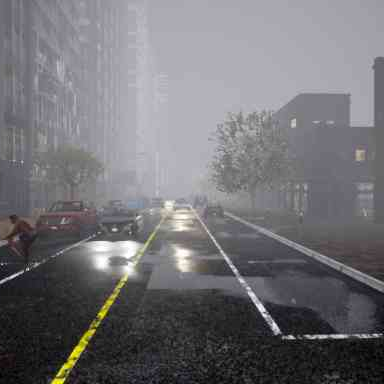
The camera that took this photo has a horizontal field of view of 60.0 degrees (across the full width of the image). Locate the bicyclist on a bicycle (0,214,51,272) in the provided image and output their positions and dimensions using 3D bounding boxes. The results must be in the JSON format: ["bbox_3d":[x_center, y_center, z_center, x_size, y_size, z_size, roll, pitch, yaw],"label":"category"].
[{"bbox_3d":[-4.850,1.452,9.423,1.656,1.620,0.582,-2,0,-2],"label":"bicyclist on a bicycle"}]

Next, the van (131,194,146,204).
[{"bbox_3d":[-7.037,1.328,40.468,1.690,1.788,3.998,-1,0,-2],"label":"van"}]

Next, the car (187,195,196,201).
[{"bbox_3d":[-0.168,1.537,84.994,1.947,1.339,4.313,-1,0,-2],"label":"car"}]

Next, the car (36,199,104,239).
[{"bbox_3d":[-6.359,1.310,17.611,2.192,1.841,5.009,-1,0,-2],"label":"car"}]

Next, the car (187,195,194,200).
[{"bbox_3d":[-0.357,1.551,90.526,1.802,1.307,4.206,-1,0,-2],"label":"car"}]

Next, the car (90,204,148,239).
[{"bbox_3d":[-3.639,1.558,17.356,1.994,1.385,4.181,0,0,-2],"label":"car"}]

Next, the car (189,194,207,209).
[{"bbox_3d":[1.150,1.300,46.275,2.192,1.841,5.009,-1,0,-2],"label":"car"}]

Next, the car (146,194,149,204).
[{"bbox_3d":[-7.414,1.298,51.530,2.192,1.841,5.009,-1,0,-2],"label":"car"}]

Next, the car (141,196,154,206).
[{"bbox_3d":[-7.595,1.506,56.893,1.752,1.417,4.829,-1,0,-2],"label":"car"}]

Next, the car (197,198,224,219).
[{"bbox_3d":[1.756,1.542,28.947,2.008,1.369,4.403,-1,0,-2],"label":"car"}]

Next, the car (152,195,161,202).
[{"bbox_3d":[-8.350,1.498,79.019,1.752,1.417,4.829,-1,0,-2],"label":"car"}]

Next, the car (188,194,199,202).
[{"bbox_3d":[0.205,1.290,73.932,2.192,1.841,5.009,-1,0,-2],"label":"car"}]

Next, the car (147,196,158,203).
[{"bbox_3d":[-7.978,1.522,68.126,1.887,1.381,4.507,-1,0,-2],"label":"car"}]

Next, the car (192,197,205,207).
[{"bbox_3d":[0.959,1.509,51.977,1.752,1.417,4.829,-1,0,-2],"label":"car"}]

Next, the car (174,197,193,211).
[{"bbox_3d":[-1.222,1.589,39.659,1.895,1.301,4.718,0,0,-2],"label":"car"}]

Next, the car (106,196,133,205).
[{"bbox_3d":[-6.645,1.431,28.677,1.967,1.590,4.097,-1,0,-2],"label":"car"}]

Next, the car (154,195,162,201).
[{"bbox_3d":[-8.539,1.496,84.550,1.752,1.417,4.829,-1,0,-2],"label":"car"}]

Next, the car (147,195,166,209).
[{"bbox_3d":[-4.580,1.490,44.918,1.837,1.490,4.892,0,0,-2],"label":"car"}]
